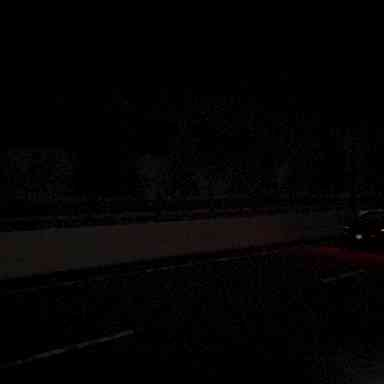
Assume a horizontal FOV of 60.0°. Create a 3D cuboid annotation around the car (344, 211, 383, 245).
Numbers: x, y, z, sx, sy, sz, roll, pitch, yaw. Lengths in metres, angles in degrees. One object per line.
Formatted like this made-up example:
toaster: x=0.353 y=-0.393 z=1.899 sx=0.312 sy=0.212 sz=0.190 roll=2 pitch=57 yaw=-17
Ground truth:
car: x=8.269 y=1.530 z=14.066 sx=4.674 sy=1.442 sz=1.812 roll=0 pitch=0 yaw=-35
